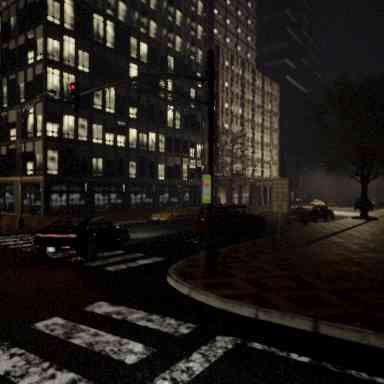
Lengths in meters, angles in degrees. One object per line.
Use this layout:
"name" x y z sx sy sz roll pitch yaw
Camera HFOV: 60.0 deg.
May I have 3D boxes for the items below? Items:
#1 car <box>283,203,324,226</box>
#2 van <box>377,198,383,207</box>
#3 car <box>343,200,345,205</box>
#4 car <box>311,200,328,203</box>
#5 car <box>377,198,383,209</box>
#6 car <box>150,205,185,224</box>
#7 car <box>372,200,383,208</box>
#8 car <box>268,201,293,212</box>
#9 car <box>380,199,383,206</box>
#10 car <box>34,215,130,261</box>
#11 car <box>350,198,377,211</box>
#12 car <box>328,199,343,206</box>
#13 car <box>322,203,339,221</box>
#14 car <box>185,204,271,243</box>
"car" 8.944 1.879 27.152 1.752 1.417 4.829 0 0 36
"van" 39.034 2.119 67.826 1.690 1.788 3.998 0 0 36
"car" 32.280 2.230 72.789 2.008 1.369 4.403 0 0 36
"car" 22.121 2.065 59.054 1.752 1.417 4.829 0 0 36
"car" 32.326 2.001 58.757 2.192 1.841 5.009 0 0 36
"car" -1.351 1.729 27.327 1.752 1.417 4.829 0 0 36
"car" 35.678 2.276 63.290 1.887 1.381 4.507 0 0 36
"car" 12.163 1.966 45.593 1.947 1.339 4.313 0 0 36
"car" 42.388 2.264 72.360 1.967 1.590 4.097 0 0 36
"car" -4.107 1.654 13.194 2.128 1.511 4.902 0 0 11
"car" 25.617 1.908 49.689 2.192 1.841 5.009 0 0 36
"car" 28.928 2.215 68.256 1.802 1.307 4.206 0 0 36
"car" 12.197 1.984 31.550 1.802 1.307 4.206 0 0 36
"car" 2.136 1.569 17.948 2.192 1.841 5.009 0 0 36
